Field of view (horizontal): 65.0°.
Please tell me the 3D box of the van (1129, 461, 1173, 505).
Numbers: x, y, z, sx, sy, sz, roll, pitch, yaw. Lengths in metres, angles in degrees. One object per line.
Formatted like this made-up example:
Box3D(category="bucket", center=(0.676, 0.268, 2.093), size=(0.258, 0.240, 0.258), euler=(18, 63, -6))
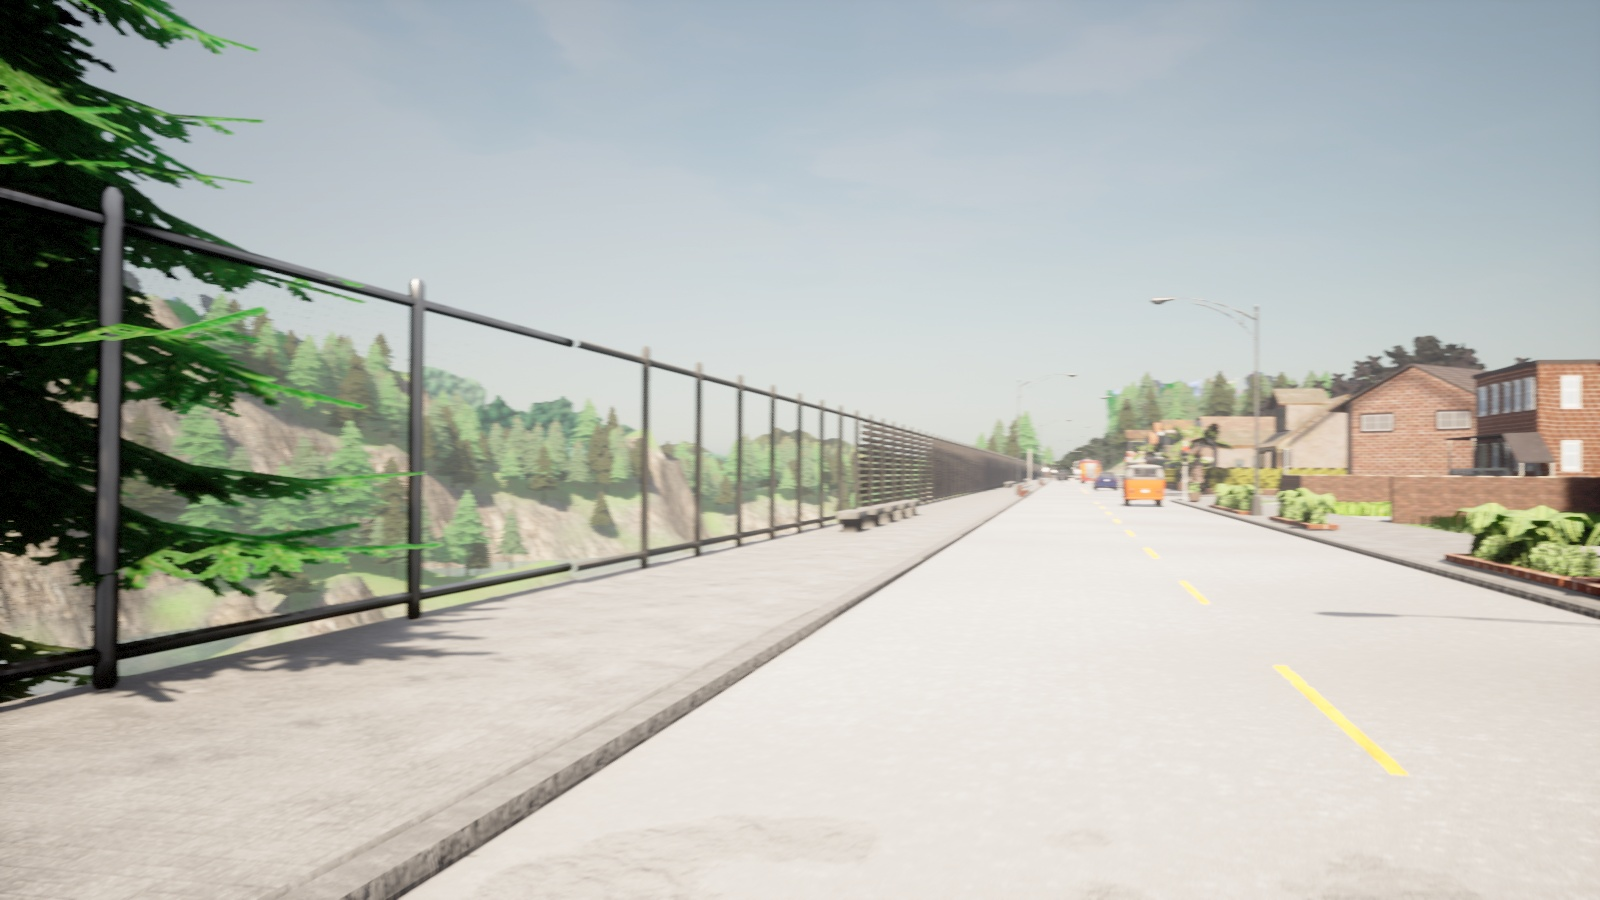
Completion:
Box3D(category="van", center=(16.683, 1.548, 59.866), size=(1.775, 1.987, 4.442), euler=(0, -1, 12))
